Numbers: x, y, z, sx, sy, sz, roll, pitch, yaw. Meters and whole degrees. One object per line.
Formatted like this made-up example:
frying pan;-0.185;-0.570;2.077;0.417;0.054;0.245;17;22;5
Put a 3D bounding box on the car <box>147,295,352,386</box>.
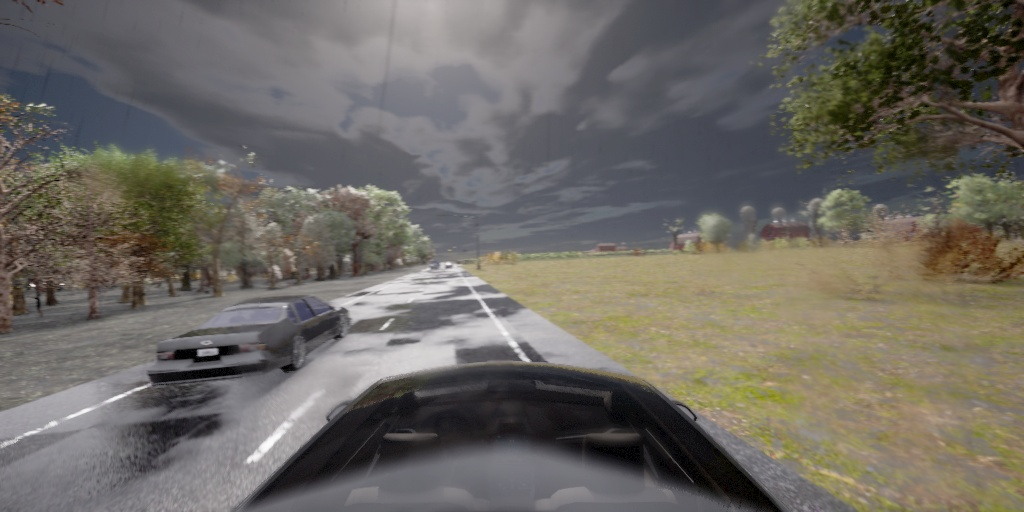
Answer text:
car;-5.323;1.629;8.245;2.033;1.411;5.357;-3;0;-10
